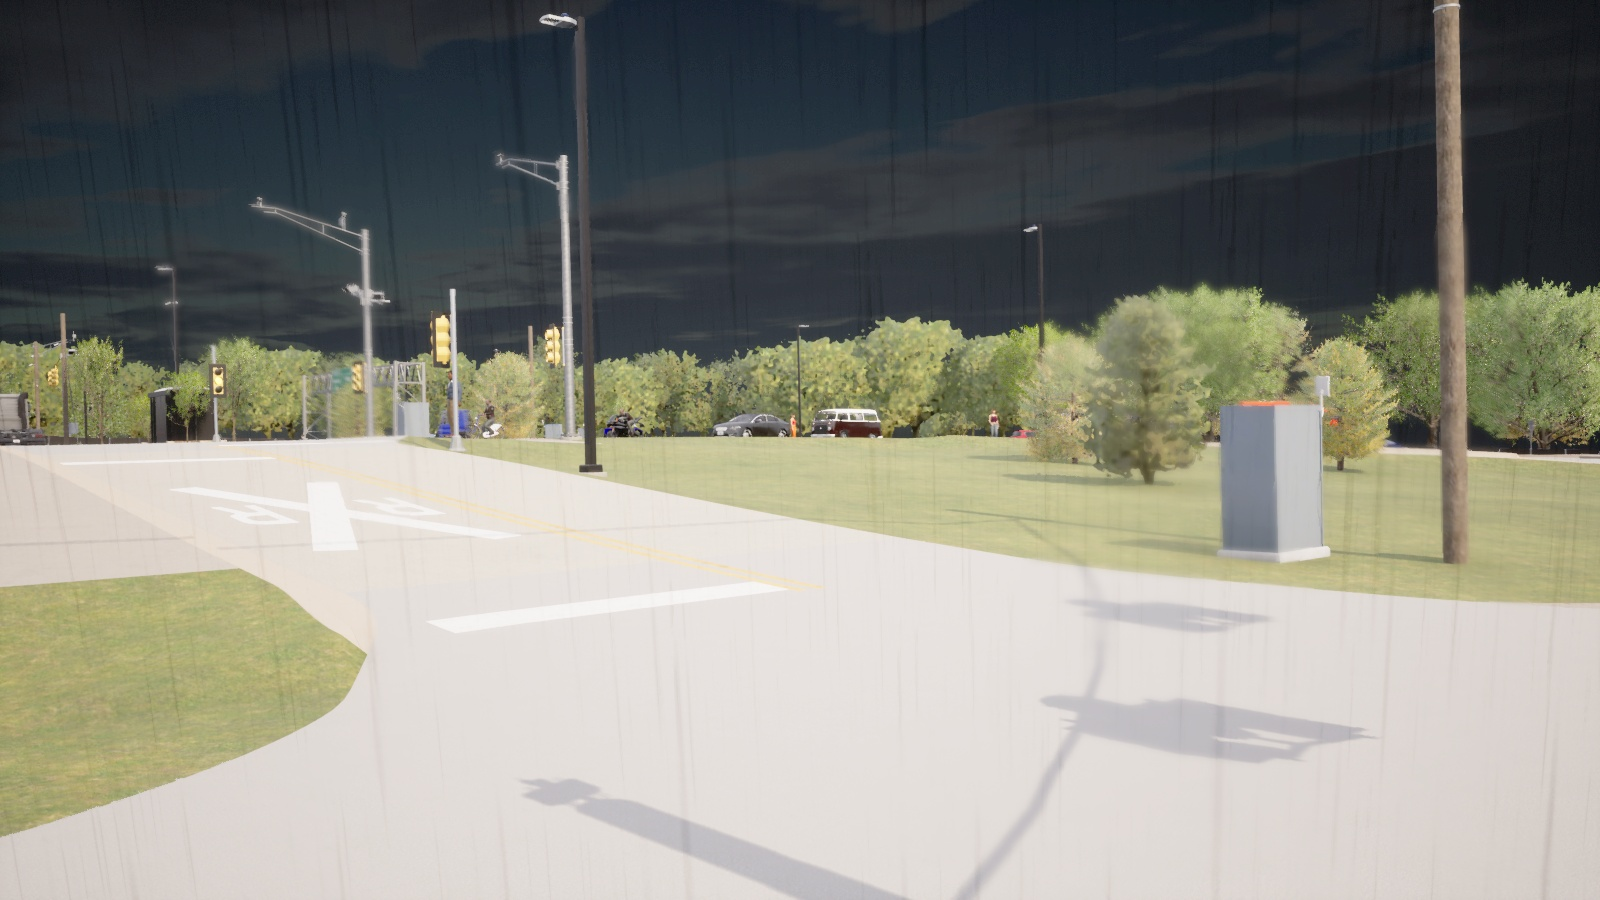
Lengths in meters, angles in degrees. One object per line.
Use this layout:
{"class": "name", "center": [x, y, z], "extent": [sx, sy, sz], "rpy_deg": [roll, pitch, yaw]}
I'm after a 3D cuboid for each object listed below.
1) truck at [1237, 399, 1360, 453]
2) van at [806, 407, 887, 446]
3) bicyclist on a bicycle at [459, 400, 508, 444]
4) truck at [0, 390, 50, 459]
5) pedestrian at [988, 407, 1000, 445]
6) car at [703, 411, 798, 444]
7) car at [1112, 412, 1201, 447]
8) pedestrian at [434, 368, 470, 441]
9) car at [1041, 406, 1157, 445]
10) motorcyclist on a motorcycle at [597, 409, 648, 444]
{"class": "truck", "center": [24.019, -1.198, 60.749], "extent": [5.204, 2.467, 2.627], "rpy_deg": [1, 2, 14]}
{"class": "van", "center": [2.608, -1.297, 70.299], "extent": [2.069, 2.038, 4.480], "rpy_deg": [-1, -1, 43]}
{"class": "bicyclist on a bicycle", "center": [-13.018, -1.156, 51.704], "extent": [1.843, 1.776, 0.659], "rpy_deg": [-1, 0, -43]}
{"class": "truck", "center": [-42.449, -1.260, 67.000], "extent": [2.891, 3.462, 7.936], "rpy_deg": [-2, 1, -39]}
{"class": "pedestrian", "center": [9.505, -1.181, 61.532], "extent": [0.345, 1.836, 0.594], "rpy_deg": [-2, 1, -9]}
{"class": "car", "center": [-2.429, -1.098, 62.692], "extent": [2.128, 1.511, 4.902], "rpy_deg": [-1, -1, 36]}
{"class": "car", "center": [19.827, -1.174, 69.976], "extent": [1.932, 1.855, 4.605], "rpy_deg": [-2, 2, -34]}
{"class": "pedestrian", "center": [-9.452, -1.231, 34.093], "extent": [0.788, 1.949, 0.423], "rpy_deg": [-2, 1, -39]}
{"class": "car", "center": [13.200, -1.059, 55.579], "extent": [4.514, 1.525, 2.007], "rpy_deg": [2, 0, -7]}
{"class": "motorcyclist on a motorcycle", "center": [-7.992, -1.045, 56.679], "extent": [0.866, 1.530, 2.191], "rpy_deg": [-1, -1, 44]}
